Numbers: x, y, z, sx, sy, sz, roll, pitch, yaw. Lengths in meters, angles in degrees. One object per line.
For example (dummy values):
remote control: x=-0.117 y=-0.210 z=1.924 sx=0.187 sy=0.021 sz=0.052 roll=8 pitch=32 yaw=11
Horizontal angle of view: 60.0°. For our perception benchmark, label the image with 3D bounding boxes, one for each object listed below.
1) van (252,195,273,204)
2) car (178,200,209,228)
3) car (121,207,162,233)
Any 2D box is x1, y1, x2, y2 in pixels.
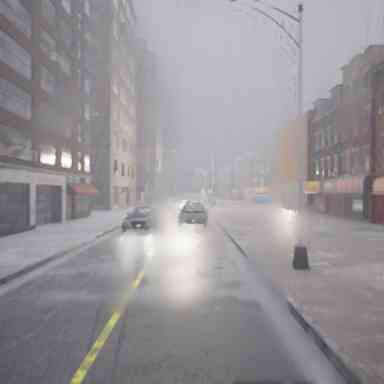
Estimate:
van: x=13.715 y=1.454 z=64.339 sx=3.998 sy=1.788 sz=1.690 roll=0 pitch=0 yaw=0
car: x=0.093 y=1.524 z=22.263 sx=2.128 sy=1.511 sz=4.902 roll=0 pitch=0 yaw=0
car: x=-2.857 y=1.591 z=19.690 sx=1.994 sy=1.385 sz=4.181 roll=0 pitch=0 yaw=0
